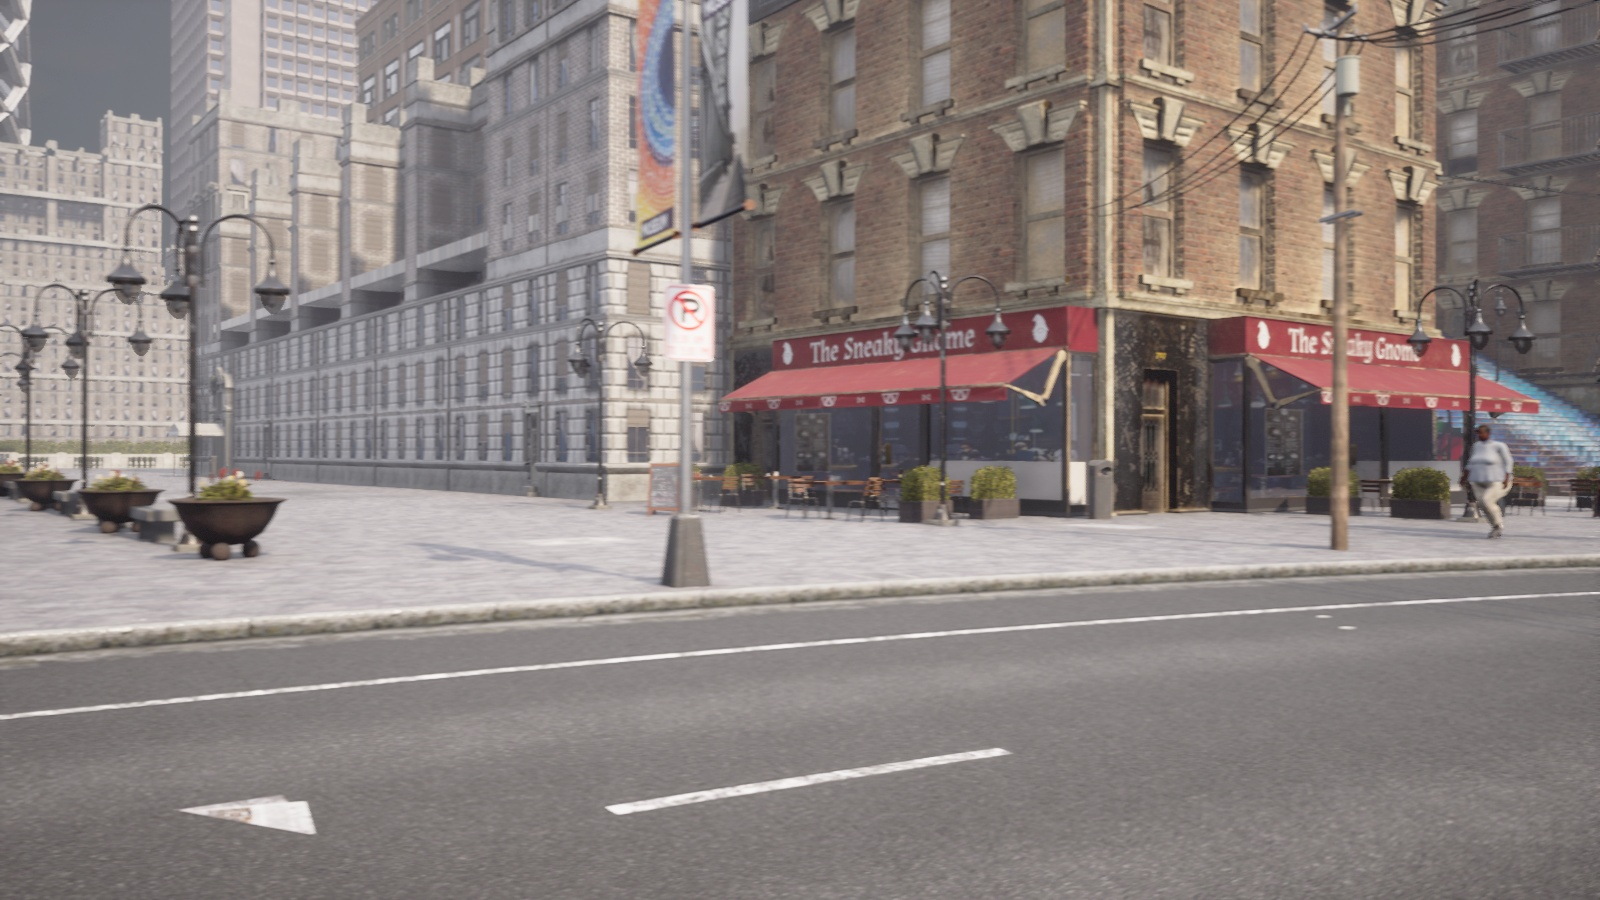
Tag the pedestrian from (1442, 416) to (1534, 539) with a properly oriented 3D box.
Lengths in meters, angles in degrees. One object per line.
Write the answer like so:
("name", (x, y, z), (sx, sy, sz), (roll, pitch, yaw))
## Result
("pedestrian", (10.733, 0.419, 19.613), (0.900, 1.855, 0.874), (0, 0, -20))
